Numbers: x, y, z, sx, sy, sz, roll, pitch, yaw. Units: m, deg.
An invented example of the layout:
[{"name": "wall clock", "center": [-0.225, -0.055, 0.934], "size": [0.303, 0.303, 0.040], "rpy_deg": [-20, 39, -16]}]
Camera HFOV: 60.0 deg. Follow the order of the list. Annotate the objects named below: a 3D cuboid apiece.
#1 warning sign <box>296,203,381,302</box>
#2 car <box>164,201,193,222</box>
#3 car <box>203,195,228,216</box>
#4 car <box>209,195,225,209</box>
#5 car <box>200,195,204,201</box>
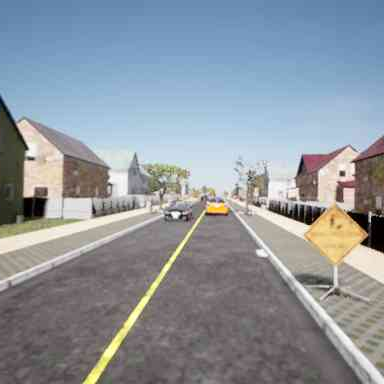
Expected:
[{"name": "warning sign", "center": [2.936, 1.154, 6.850], "size": [1.300, 1.860, 1.060], "rpy_deg": [0, -1, 4]}, {"name": "car", "center": [-0.959, 1.434, 25.708], "size": [2.128, 1.511, 4.902], "rpy_deg": [1, 0, 5]}, {"name": "car", "center": [2.505, 1.359, 33.095], "size": [2.097, 1.767, 4.553], "rpy_deg": [1, 0, 5]}, {"name": "car", "center": [3.476, 1.391, 45.942], "size": [2.097, 1.767, 4.553], "rpy_deg": [1, 0, 5]}, {"name": "car", "center": [2.971, 1.377, 75.554], "size": [1.837, 1.490, 4.892], "rpy_deg": [1, 0, 4]}]
